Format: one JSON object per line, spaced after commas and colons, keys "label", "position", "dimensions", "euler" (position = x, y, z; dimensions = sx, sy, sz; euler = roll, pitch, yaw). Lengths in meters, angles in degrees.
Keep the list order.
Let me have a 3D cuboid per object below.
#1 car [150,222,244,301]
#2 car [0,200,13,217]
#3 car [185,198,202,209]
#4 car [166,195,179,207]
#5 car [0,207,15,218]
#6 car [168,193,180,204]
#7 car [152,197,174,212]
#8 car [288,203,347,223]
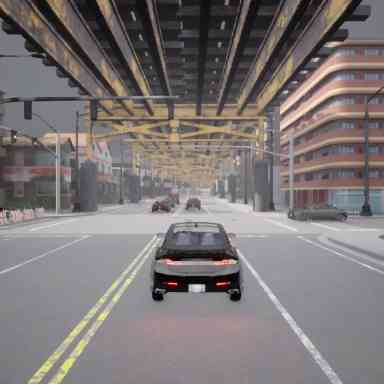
{"label": "car", "position": [0.105, 1.492, 8.321], "dimensions": [2.128, 1.511, 4.902], "euler": [0, 0, 0]}
{"label": "car", "position": [-16.709, 1.295, 26.001], "dimensions": [4.536, 1.218, 1.853], "euler": [0, 0, -20]}
{"label": "car", "position": [0.220, 1.526, 44.540], "dimensions": [1.812, 1.442, 4.674], "euler": [0, 0, 1]}
{"label": "car", "position": [-3.404, 1.547, 48.351], "dimensions": [2.033, 1.411, 5.357], "euler": [0, 0, 0]}
{"label": "car", "position": [-16.660, 1.453, 26.019], "dimensions": [4.974, 1.542, 2.038], "euler": [0, 0, -20]}
{"label": "car", "position": [-3.340, 1.203, 59.198], "dimensions": [2.150, 2.045, 5.566], "euler": [0, 0, 1]}
{"label": "car", "position": [-3.457, 1.601, 37.984], "dimensions": [1.895, 1.301, 4.718], "euler": [0, 0, 1]}
{"label": "car", "position": [9.490, 1.564, 25.258], "dimensions": [4.181, 1.385, 1.994], "euler": [0, 0, -2]}
